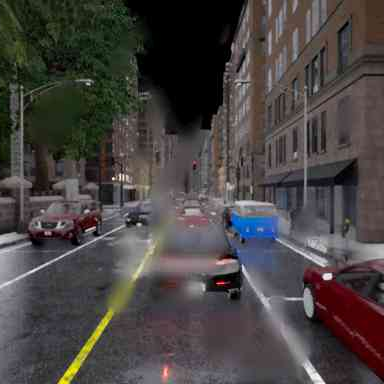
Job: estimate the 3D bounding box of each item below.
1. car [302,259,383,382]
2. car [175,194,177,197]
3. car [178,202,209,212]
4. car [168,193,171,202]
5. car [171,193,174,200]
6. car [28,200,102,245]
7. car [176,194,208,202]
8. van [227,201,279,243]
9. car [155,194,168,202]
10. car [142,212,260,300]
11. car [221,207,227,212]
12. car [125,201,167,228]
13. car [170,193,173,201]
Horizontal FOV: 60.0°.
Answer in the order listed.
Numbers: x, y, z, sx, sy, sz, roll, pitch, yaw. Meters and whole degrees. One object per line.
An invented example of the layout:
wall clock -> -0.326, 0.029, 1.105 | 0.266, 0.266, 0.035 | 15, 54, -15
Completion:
car -> 2.852, 1.543, 4.338 | 1.887, 1.381, 4.507 | 0, 0, 0
car -> -5.739, 1.469, 86.554 | 2.008, 1.369, 4.403 | 0, 0, 0
car -> 0.088, 1.513, 18.607 | 1.812, 1.442, 4.674 | 0, 0, 0
car -> -5.722, 1.481, 64.751 | 2.008, 1.369, 4.403 | 0, 0, 0
car -> -5.731, 1.467, 75.653 | 1.887, 1.381, 4.507 | 0, 0, 0
car -> -5.682, 1.305, 15.611 | 2.192, 1.841, 5.009 | 0, 0, 0
car -> 0.026, 1.330, 27.565 | 2.097, 1.767, 4.553 | 0, 0, 2
van -> 2.843, 1.331, 15.658 | 1.690, 1.788, 3.998 | 0, 0, 0
car -> -5.717, 1.461, 59.130 | 1.752, 1.417, 4.829 | 0, 0, 0
car -> 0.093, 1.487, 8.346 | 2.128, 1.511, 4.902 | 0, 0, 0
car -> 2.839, 1.551, 21.319 | 1.947, 1.339, 4.313 | 0, 0, 0
car -> -3.057, 1.532, 22.026 | 2.033, 1.411, 5.357 | 0, 0, 1
car -> -5.726, 1.471, 70.202 | 1.887, 1.381, 4.507 | 0, 0, 0
